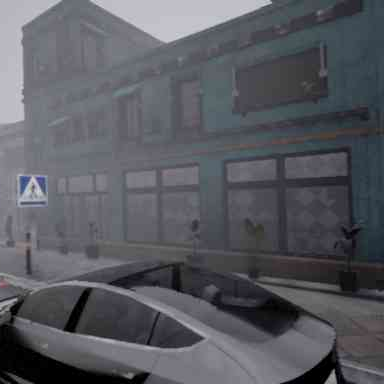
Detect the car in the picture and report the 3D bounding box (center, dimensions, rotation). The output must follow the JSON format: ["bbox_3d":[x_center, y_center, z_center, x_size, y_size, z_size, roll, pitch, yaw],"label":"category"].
[{"bbox_3d":[-0.864,1.578,3.876,4.792,1.488,2.163,-1,-1,36],"label":"car"}]
